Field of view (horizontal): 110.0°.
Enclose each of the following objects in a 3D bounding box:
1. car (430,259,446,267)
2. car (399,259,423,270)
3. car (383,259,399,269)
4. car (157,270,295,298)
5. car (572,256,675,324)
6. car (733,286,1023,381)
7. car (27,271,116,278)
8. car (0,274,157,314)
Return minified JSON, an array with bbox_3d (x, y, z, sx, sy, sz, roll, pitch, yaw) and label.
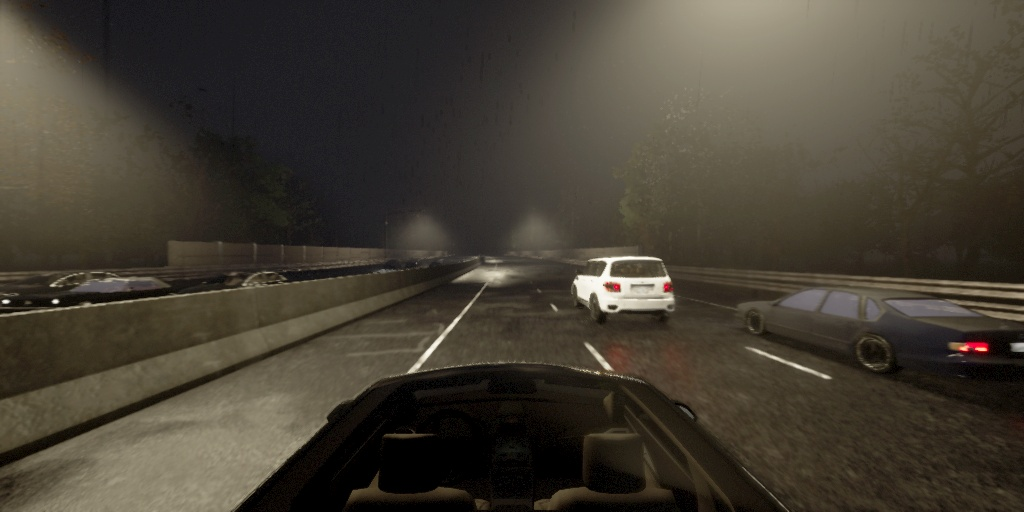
[{"bbox_3d":[-11.352,1.212,55.480,2.128,1.511,4.902,0,1,-1],"label":"car"},{"bbox_3d":[-14.806,1.229,53.988,2.128,1.511,4.902,0,1,-1],"label":"car"},{"bbox_3d":[-18.341,1.248,55.236,1.812,1.442,4.674,0,1,-1],"label":"car"},{"bbox_3d":[-10.645,1.347,14.213,1.837,1.490,4.892,0,-1,0],"label":"car"},{"bbox_3d":[3.564,1.043,12.491,2.150,2.045,5.566,0,0,0],"label":"car"},{"bbox_3d":[7.090,1.334,7.504,2.033,1.411,5.357,0,0,0],"label":"car"},{"bbox_3d":[-17.645,1.351,14.135,1.837,1.490,4.892,0,-1,0],"label":"car"},{"bbox_3d":[-14.135,1.434,12.665,1.895,1.301,4.718,0,0,0],"label":"car"}]
